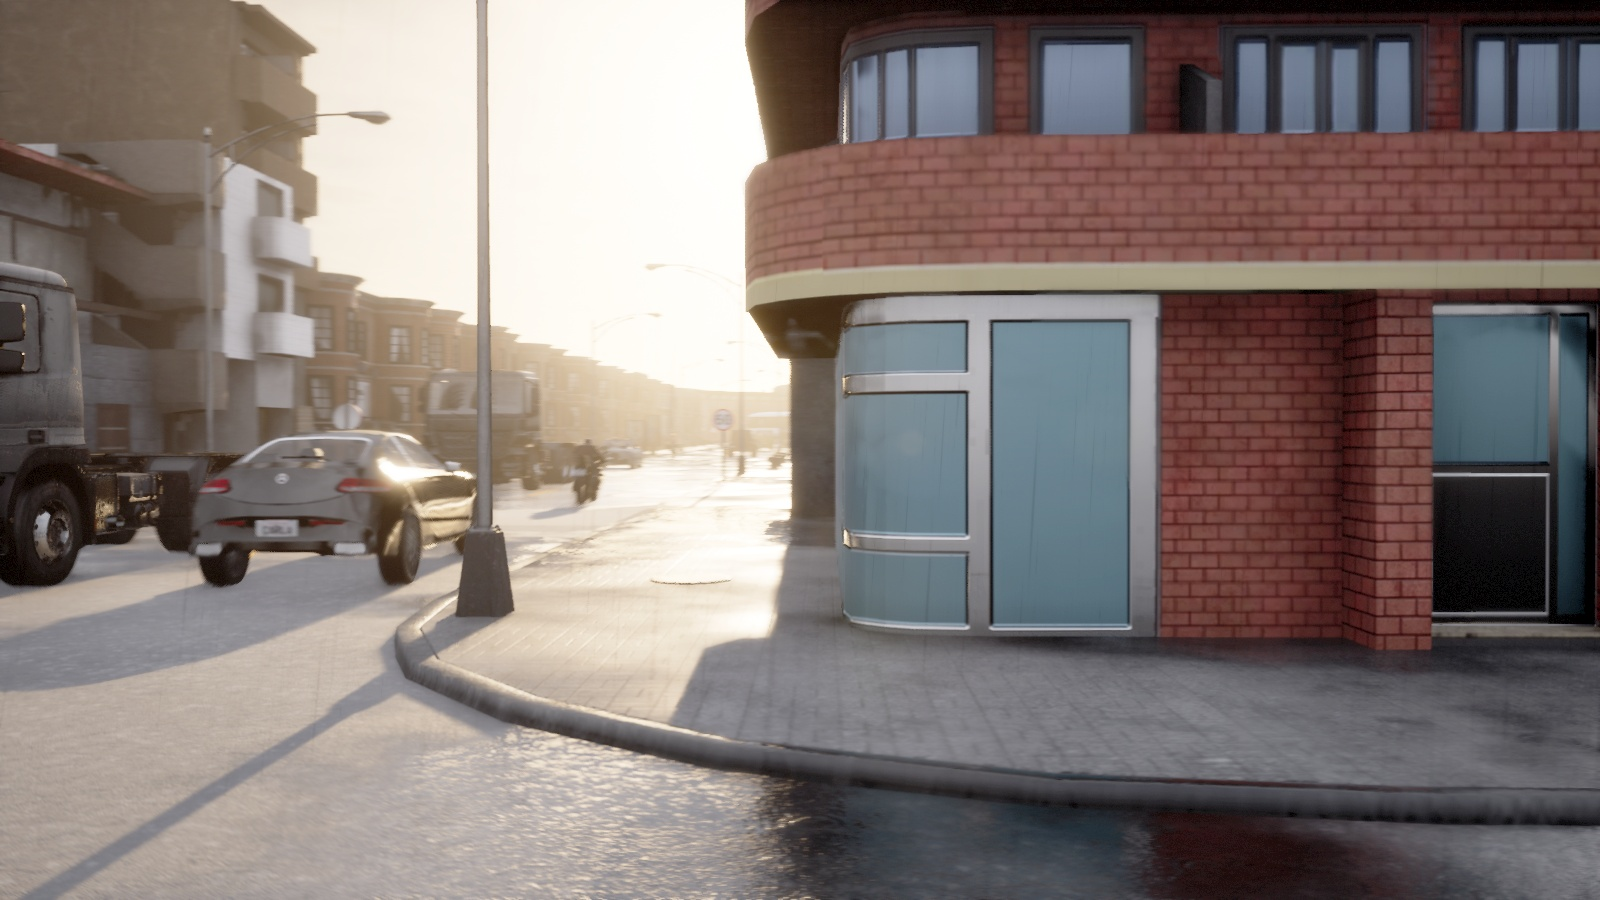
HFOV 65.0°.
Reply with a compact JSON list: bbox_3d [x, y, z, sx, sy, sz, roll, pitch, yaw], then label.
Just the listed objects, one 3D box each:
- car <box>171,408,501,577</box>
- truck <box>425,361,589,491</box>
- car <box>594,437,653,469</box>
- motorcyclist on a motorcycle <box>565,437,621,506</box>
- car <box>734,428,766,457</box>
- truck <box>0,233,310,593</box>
[{"bbox_3d":[-5.150,0.385,14.853,2.152,1.651,5.027,0,1,-1],"label":"car"},{"bbox_3d":[-8.523,-0.690,37.657,2.891,3.462,7.936,0,1,1],"label":"truck"},{"bbox_3d":[-8.024,0.100,57.402,1.994,1.385,4.181,0,1,2],"label":"car"},{"bbox_3d":[-4.749,0.460,28.940,0.866,1.530,2.191,0,1,1],"label":"motorcyclist on a motorcycle"},{"bbox_3d":[-3.302,-0.490,83.945,1.905,1.878,3.866,0,1,1],"label":"car"},{"bbox_3d":[-9.073,-0.403,15.394,2.891,3.462,7.936,0,1,1],"label":"truck"}]
